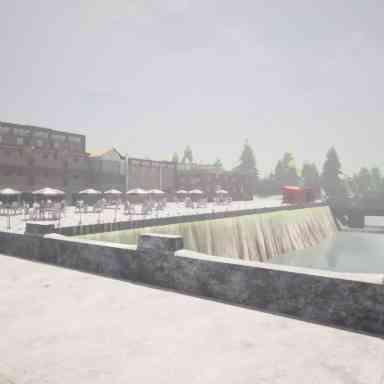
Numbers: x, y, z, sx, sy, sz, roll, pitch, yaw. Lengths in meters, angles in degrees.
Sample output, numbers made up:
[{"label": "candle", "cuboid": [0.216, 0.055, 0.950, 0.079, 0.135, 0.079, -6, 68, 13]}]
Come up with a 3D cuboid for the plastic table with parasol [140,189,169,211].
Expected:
[{"label": "plastic table with parasol", "cuboid": [-4.504, 0.925, 40.174, 2.482, 2.480, 2.482, 0, 0, 35]}]

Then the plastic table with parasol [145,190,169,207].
[{"label": "plastic table with parasol", "cuboid": [-5.214, 0.925, 49.162, 2.482, 2.480, 2.482, 0, 0, 35]}]

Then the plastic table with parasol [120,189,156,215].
[{"label": "plastic table with parasol", "cuboid": [-5.263, 0.925, 32.485, 2.482, 2.480, 2.482, 0, 0, 35]}]
